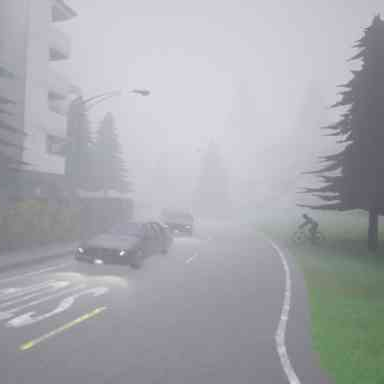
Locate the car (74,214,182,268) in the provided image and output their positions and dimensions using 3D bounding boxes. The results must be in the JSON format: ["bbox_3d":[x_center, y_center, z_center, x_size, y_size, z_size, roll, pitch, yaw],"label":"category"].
[{"bbox_3d":[-2.199,1.781,12.568,2.033,1.411,5.357,2,-1,13],"label":"car"}]

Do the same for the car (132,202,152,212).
[{"bbox_3d":[-8.385,2.322,52.067,4.902,1.511,2.128,1,-2,41],"label":"car"}]

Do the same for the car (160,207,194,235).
[{"bbox_3d":[-0.857,2.037,22.598,2.033,1.411,5.357,2,-1,2],"label":"car"}]

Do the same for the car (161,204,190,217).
[{"bbox_3d":[-2.247,2.387,43.972,1.837,1.490,4.892,3,-1,-29],"label":"car"}]

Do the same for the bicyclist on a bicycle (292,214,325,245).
[{"bbox_3d":[6.069,1.951,17.384,1.656,1.620,0.582,-1,0,6],"label":"bicyclist on a bicycle"}]

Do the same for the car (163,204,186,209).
[{"bbox_3d":[-1.985,2.167,32.888,1.837,1.490,4.892,2,-1,-14],"label":"car"}]
